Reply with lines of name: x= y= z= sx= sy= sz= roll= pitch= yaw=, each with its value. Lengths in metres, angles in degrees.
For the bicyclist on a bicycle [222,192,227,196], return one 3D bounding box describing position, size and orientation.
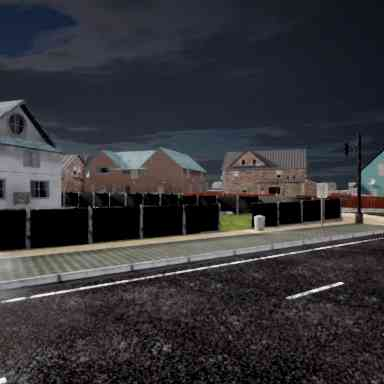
bicyclist on a bicycle: x=3.783 y=0.794 z=38.689 sx=0.582 sy=1.620 sz=1.656 roll=1 pitch=1 yaw=19
